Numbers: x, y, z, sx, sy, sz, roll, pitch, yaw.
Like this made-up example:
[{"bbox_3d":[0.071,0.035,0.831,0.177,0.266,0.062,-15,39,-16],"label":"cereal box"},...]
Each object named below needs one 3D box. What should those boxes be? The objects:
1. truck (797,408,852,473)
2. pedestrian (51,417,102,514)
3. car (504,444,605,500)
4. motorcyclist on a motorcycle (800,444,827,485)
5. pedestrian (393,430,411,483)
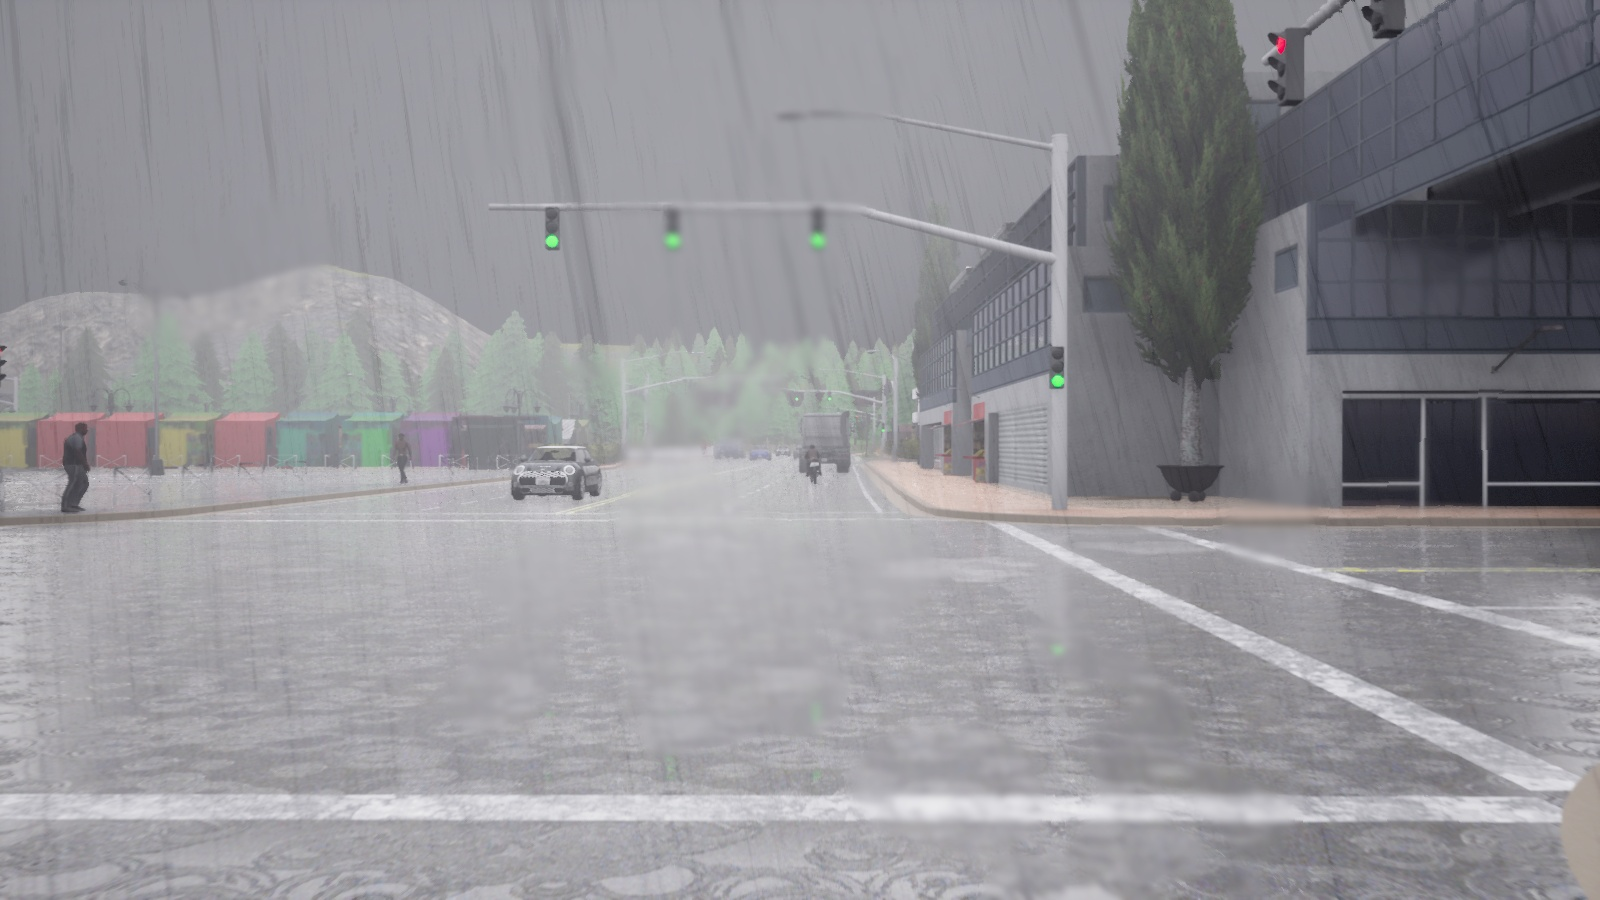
[{"bbox_3d":[1.437,-0.517,70.749,2.891,3.462,7.936,0,0,2],"label":"truck"},{"bbox_3d":[-14.287,0.295,24.794,0.849,1.883,0.563,0,0,-31],"label":"pedestrian"},{"bbox_3d":[-6.790,0.566,35.176,1.970,1.475,3.806,0,0,2],"label":"car"},{"bbox_3d":[0.498,0.537,47.992,0.797,1.523,2.044,-2,0,-5],"label":"motorcyclist on a motorcycle"},{"bbox_3d":[-13.813,0.220,43.580,0.328,1.805,0.869,0,0,3],"label":"pedestrian"}]
